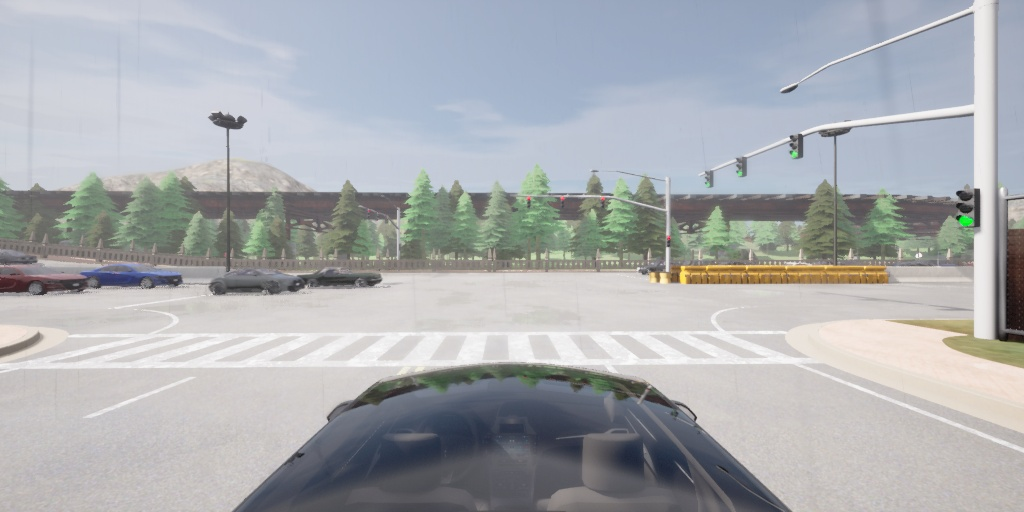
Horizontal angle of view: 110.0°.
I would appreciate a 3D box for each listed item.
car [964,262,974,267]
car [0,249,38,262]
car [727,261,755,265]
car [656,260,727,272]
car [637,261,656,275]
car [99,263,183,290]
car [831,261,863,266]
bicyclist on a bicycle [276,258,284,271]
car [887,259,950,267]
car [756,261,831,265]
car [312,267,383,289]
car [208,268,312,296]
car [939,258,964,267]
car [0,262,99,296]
[{"bbox_3d":[51.059,1.100,38.474,4.553,1.767,2.097,0,0,-2],"label":"car"},{"bbox_3d":[-50.598,0.031,35.489,5.357,1.411,2.033,6,0,-2],"label":"car"},{"bbox_3d":[20.523,1.255,34.119,4.892,1.490,1.837,0,0,-2],"label":"car"},{"bbox_3d":[15.188,1.102,30.453,4.553,1.767,2.097,0,0,-2],"label":"car"},{"bbox_3d":[15.582,1.241,37.468,4.902,1.511,2.128,0,0,-2],"label":"car"},{"bbox_3d":[-23.271,1.220,22.061,5.008,1.535,1.882,0,0,-2],"label":"car"},{"bbox_3d":[30.021,1.241,34.410,4.902,1.511,2.128,0,0,-2],"label":"car"},{"bbox_3d":[-28.446,1.041,43.896,0.582,1.620,1.656,0,0,-2],"label":"bicyclist on a bicycle"},{"bbox_3d":[34.230,1.256,31.035,4.892,1.490,1.837,0,0,-2],"label":"car"},{"bbox_3d":[24.017,1.276,30.708,4.674,1.442,1.812,0,0,-2],"label":"car"},{"bbox_3d":[-10.677,1.351,22.448,4.718,1.301,1.895,0,0,-2],"label":"car"},{"bbox_3d":[-13.323,1.315,18.867,4.181,1.385,1.994,0,0,-2],"label":"car"},{"bbox_3d":[39.990,1.103,34.704,4.553,1.767,2.097,0,0,-2],"label":"car"},{"bbox_3d":[-25.091,1.219,18.506,5.008,1.535,1.882,0,0,-2],"label":"car"}]
